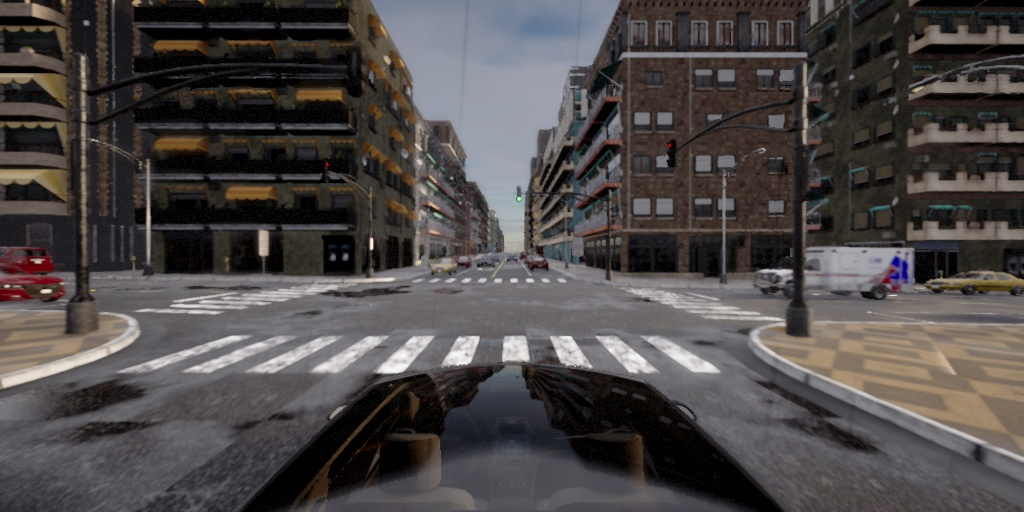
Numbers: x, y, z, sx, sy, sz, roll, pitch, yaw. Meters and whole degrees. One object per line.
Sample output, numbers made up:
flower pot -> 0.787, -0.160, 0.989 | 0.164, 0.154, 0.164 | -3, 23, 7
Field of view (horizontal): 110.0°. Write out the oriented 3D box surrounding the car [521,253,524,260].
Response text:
car -> 2.702, 0.532, 52.752 | 1.802, 1.307, 4.207 | 0, 0, 0

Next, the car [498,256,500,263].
car -> -3.013, 0.393, 60.519 | 1.994, 1.385, 4.181 | 0, 1, 0

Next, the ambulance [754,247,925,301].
ambulance -> 15.446, 0.812, 17.464 | 6.366, 2.431, 2.351 | 1, 0, 0

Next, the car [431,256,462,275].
car -> -5.683, 0.820, 30.506 | 1.751, 1.417, 4.829 | 0, 0, 0

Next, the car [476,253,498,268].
car -> -3.065, 0.676, 42.374 | 1.994, 1.385, 4.181 | 0, 1, 0

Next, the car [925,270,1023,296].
car -> 26.250, 1.459, 20.212 | 4.829, 1.417, 1.751 | 0, 0, 0

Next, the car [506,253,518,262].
car -> 0.014, 0.407, 62.045 | 1.895, 1.301, 4.718 | 0, 1, 0

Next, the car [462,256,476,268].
car -> -5.682, 0.667, 41.722 | 1.888, 1.381, 4.507 | 0, 0, 0

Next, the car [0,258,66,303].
car -> -17.260, 0.855, 11.534 | 4.507, 1.381, 1.888 | 0, 0, 0

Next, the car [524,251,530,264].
car -> 2.700, 0.562, 41.706 | 1.967, 1.591, 4.097 | 0, 0, 0

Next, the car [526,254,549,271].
car -> 2.699, 0.754, 36.183 | 1.888, 1.381, 4.507 | 0, 0, 0

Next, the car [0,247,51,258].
car -> -28.642, 0.398, 19.828 | 5.009, 1.841, 2.192 | 0, 0, 0
